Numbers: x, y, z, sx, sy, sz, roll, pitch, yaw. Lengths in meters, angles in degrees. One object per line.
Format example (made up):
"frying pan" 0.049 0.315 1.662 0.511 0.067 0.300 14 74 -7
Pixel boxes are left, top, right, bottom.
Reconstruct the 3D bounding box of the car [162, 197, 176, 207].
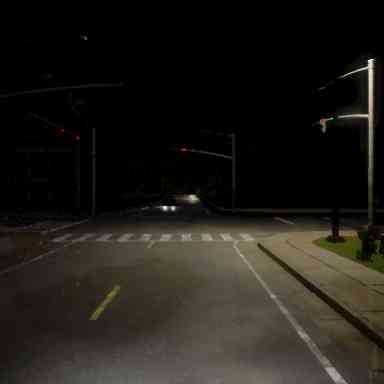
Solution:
"car" -3.500 1.495 52.373 1.994 1.385 4.181 0 0 0
